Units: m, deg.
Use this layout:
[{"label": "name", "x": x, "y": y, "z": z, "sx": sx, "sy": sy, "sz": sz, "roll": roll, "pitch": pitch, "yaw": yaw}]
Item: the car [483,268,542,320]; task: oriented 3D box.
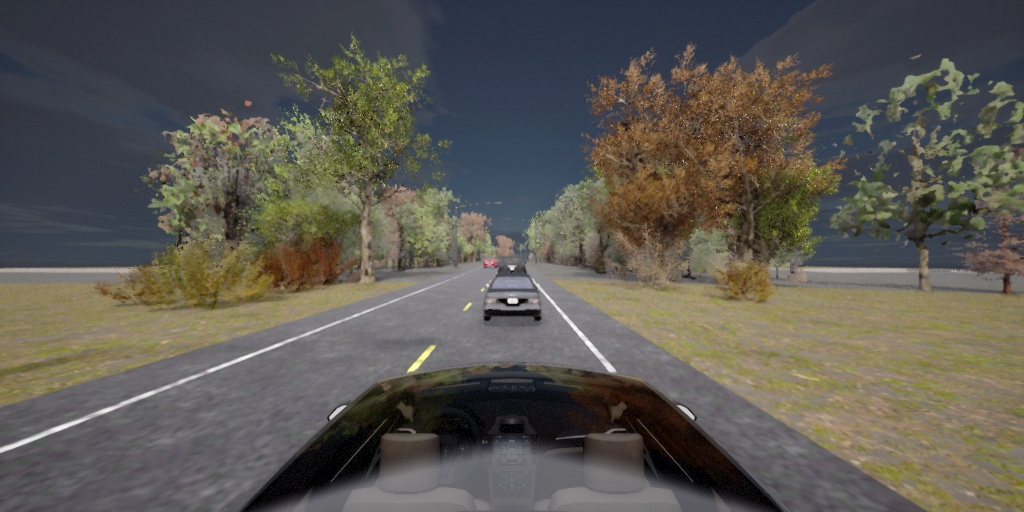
[{"label": "car", "x": 0.023, "y": 1.301, "z": 12.527, "sx": 2.033, "sy": 1.411, "sz": 5.357, "roll": 0, "pitch": 0, "yaw": 0}]

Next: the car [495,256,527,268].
[{"label": "car", "x": 0.034, "y": 0.981, "z": 28.540, "sx": 2.150, "sy": 2.045, "sz": 5.566, "roll": 0, "pitch": 0, "yaw": 1}]

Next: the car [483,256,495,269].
[{"label": "car", "x": -3.551, "y": 0.987, "z": 59.106, "sx": 2.150, "sy": 2.045, "sz": 5.566, "roll": 0, "pitch": 0, "yaw": 1}]
